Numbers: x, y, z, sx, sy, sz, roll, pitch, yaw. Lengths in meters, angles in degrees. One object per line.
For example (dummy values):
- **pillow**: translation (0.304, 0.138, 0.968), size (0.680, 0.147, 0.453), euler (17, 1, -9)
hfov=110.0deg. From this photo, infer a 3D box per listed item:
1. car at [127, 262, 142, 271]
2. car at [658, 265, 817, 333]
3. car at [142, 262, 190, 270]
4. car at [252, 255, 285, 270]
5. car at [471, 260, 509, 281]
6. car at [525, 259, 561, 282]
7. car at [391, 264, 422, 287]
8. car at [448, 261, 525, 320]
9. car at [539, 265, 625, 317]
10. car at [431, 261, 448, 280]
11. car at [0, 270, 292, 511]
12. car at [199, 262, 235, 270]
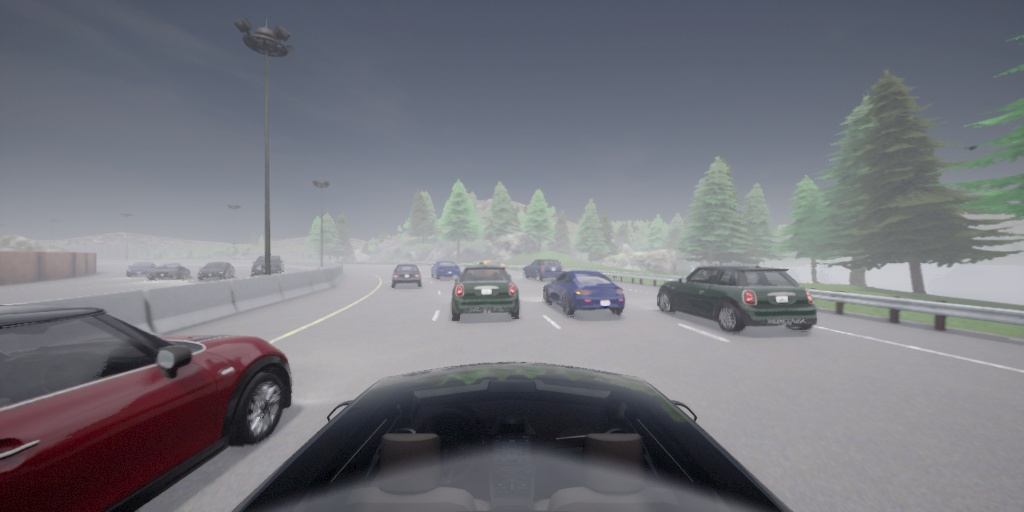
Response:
- **car**: translation (-36.089, 1.303, 35.194), size (1.812, 1.442, 4.674), euler (0, 0, -37)
- **car**: translation (6.271, 1.047, 10.711), size (2.097, 1.767, 4.553), euler (0, 0, -5)
- **car**: translation (-28.820, 1.330, 30.267), size (1.994, 1.385, 4.181), euler (0, 0, -30)
- **car**: translation (-22.348, 0.952, 33.057), size (2.150, 2.045, 5.566), euler (0, 0, -29)
- **car**: translation (-1.956, 1.138, 30.403), size (1.882, 1.535, 5.008), euler (0, 0, -20)
- **car**: translation (2.428, 1.003, 28.394), size (2.097, 1.767, 4.553), euler (0, 0, -17)
- **car**: translation (-7.048, 1.250, 23.968), size (2.033, 1.411, 5.357), euler (0, 0, -17)
- **car**: translation (-1.050, 1.069, 12.728), size (2.097, 1.767, 4.553), euler (0, 0, -8)
- **car**: translation (2.460, 1.228, 12.981), size (1.812, 1.442, 4.674), euler (0, 0, -8)
- **car**: translation (-5.761, 1.152, 30.641), size (1.882, 1.535, 5.008), euler (0, 0, -20)
- **car**: translation (-3.662, 1.114, 2.418), size (2.097, 1.767, 4.553), euler (0, 0, -1)
- **car**: translation (-24.950, 1.255, 30.429), size (1.837, 1.490, 4.892), euler (0, 0, -28)
